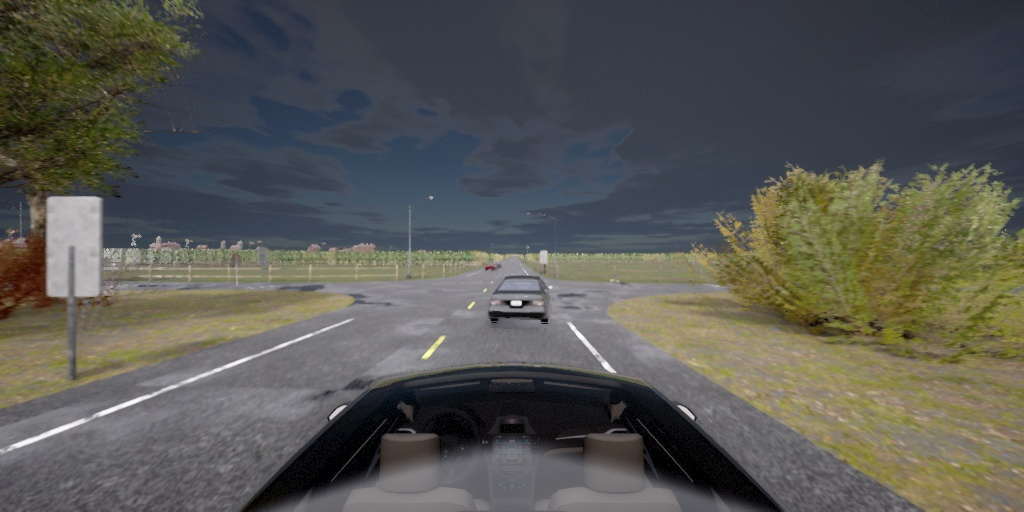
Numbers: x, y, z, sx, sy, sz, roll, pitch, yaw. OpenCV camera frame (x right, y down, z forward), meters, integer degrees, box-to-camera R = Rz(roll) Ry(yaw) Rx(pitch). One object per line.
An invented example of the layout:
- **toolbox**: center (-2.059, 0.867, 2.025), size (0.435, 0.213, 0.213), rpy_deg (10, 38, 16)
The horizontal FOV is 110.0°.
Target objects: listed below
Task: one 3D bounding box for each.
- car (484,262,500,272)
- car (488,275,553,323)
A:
- **car**: center (-3.287, 1.741, 56.111), size (1.895, 1.301, 4.718), rpy_deg (0, 0, 1)
- **car**: center (0.406, 1.383, 12.537), size (2.033, 1.411, 5.357), rpy_deg (0, 0, 6)
